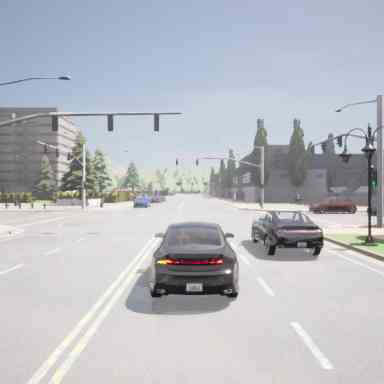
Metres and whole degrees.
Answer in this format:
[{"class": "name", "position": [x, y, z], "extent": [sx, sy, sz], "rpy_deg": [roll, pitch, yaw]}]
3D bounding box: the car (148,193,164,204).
[{"class": "car", "position": [-7.065, 1.477, 63.038], "extent": [1.882, 1.535, 5.008], "rpy_deg": [0, 0, 0]}]

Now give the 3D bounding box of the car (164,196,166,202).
[{"class": "car", "position": [-7.010, 1.525, 76.058], "extent": [2.128, 1.511, 4.902], "rpy_deg": [0, 0, 0]}]

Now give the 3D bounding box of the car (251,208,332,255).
[{"class": "car", "position": [3.582, 1.491, 13.210], "extent": [2.128, 1.511, 4.902], "rpy_deg": [0, 0, 0]}]

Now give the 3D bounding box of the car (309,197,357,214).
[{"class": "car", "position": [14.643, 1.352, 34.743], "extent": [4.553, 1.767, 2.097], "rpy_deg": [0, 0, -1]}]

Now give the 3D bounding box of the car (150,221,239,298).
[{"class": "car", "position": [0.061, 1.505, 8.530], "extent": [1.837, 1.490, 4.892], "rpy_deg": [0, 0, 0]}]

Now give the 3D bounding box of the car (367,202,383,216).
[{"class": "car", "position": [19.083, 1.505, 31.293], "extent": [4.892, 1.490, 1.837], "rpy_deg": [0, 0, -1]}]

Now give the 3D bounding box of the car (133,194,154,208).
[{"class": "car", "position": [-7.137, 1.477, 47.898], "extent": [1.882, 1.535, 5.008], "rpy_deg": [0, 0, 1]}]
